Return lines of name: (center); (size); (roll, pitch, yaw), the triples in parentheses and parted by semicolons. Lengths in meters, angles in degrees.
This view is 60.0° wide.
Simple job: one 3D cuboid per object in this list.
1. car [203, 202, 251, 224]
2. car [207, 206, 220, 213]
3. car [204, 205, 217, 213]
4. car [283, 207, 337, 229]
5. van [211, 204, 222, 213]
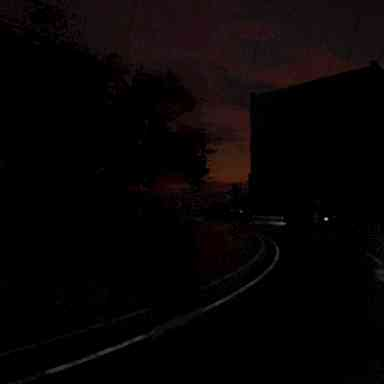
car: (2.735, 1.564, 27.166); (2.097, 1.767, 4.553); (0, 0, -28)
car: (4.651, 3.769, 70.358); (2.163, 1.488, 4.792); (0, -4, 10)
car: (3.710, 3.412, 64.954); (2.002, 1.452, 4.674); (1, -4, 10)
car: (7.984, 1.706, 22.850); (1.994, 1.385, 4.181); (0, -1, -13)
van: (5.629, 3.890, 75.888); (1.878, 1.987, 4.442); (0, -4, 10)
